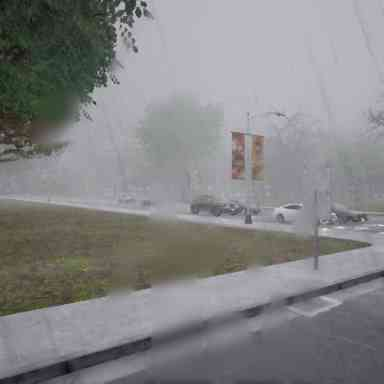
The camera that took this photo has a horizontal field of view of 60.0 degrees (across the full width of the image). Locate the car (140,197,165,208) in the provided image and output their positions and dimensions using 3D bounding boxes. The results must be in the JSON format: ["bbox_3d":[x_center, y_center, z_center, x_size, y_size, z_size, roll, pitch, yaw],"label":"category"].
[{"bbox_3d":[-5.720,1.446,47.905,1.882,1.535,5.008,0,0,-35],"label":"car"}]

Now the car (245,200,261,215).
[{"bbox_3d":[4.736,1.480,33.173,1.837,1.490,4.892,0,1,-35],"label":"car"}]

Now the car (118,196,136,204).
[{"bbox_3d":[-12.311,1.486,63.028,1.812,1.442,4.674,0,0,-35],"label":"car"}]

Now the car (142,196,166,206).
[{"bbox_3d":[-6.318,1.489,54.616,1.812,1.442,4.674,0,0,-36],"label":"car"}]

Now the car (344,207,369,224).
[{"bbox_3d":[10.409,1.534,25.272,2.033,1.411,5.357,0,0,-33],"label":"car"}]

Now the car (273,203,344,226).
[{"bbox_3d":[7.773,1.516,23.278,1.812,1.442,4.674,0,0,-36],"label":"car"}]

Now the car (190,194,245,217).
[{"bbox_3d":[1.999,1.203,31.416,2.150,2.045,5.566,0,0,-35],"label":"car"}]
